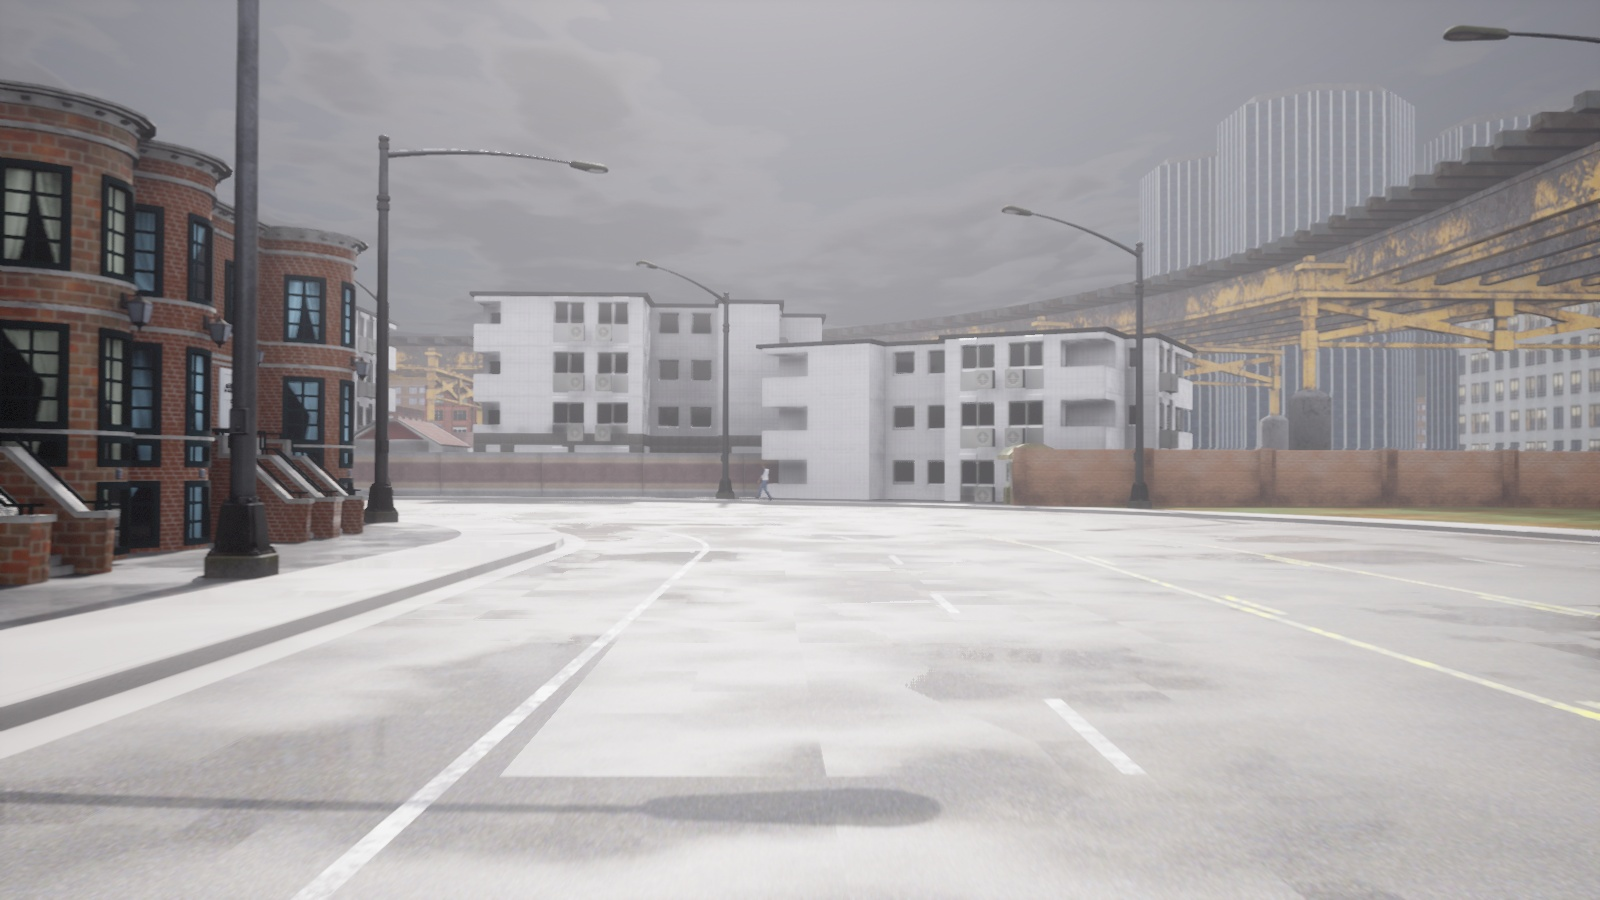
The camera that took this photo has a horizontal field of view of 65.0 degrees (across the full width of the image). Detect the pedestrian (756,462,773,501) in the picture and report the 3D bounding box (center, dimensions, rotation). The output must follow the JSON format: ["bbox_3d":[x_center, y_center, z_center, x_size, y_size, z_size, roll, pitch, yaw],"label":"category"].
[{"bbox_3d":[-1.700,1.477,59.513,0.706,1.836,0.354,-1,-1,26],"label":"pedestrian"}]
